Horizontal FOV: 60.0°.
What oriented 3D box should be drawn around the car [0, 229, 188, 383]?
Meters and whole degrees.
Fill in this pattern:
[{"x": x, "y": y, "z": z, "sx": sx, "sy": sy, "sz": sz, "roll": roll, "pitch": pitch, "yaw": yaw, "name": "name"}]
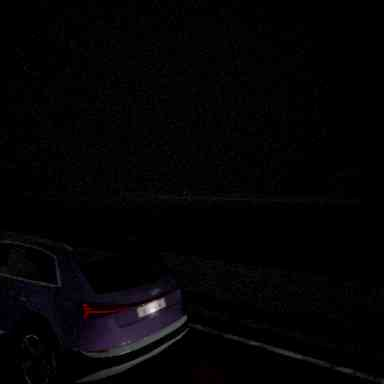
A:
[{"x": -2.306, "y": 1.402, "z": 5.204, "sx": 4.856, "sy": 1.649, "sz": 2.033, "roll": 0, "pitch": 0, "yaw": 35, "name": "car"}]
